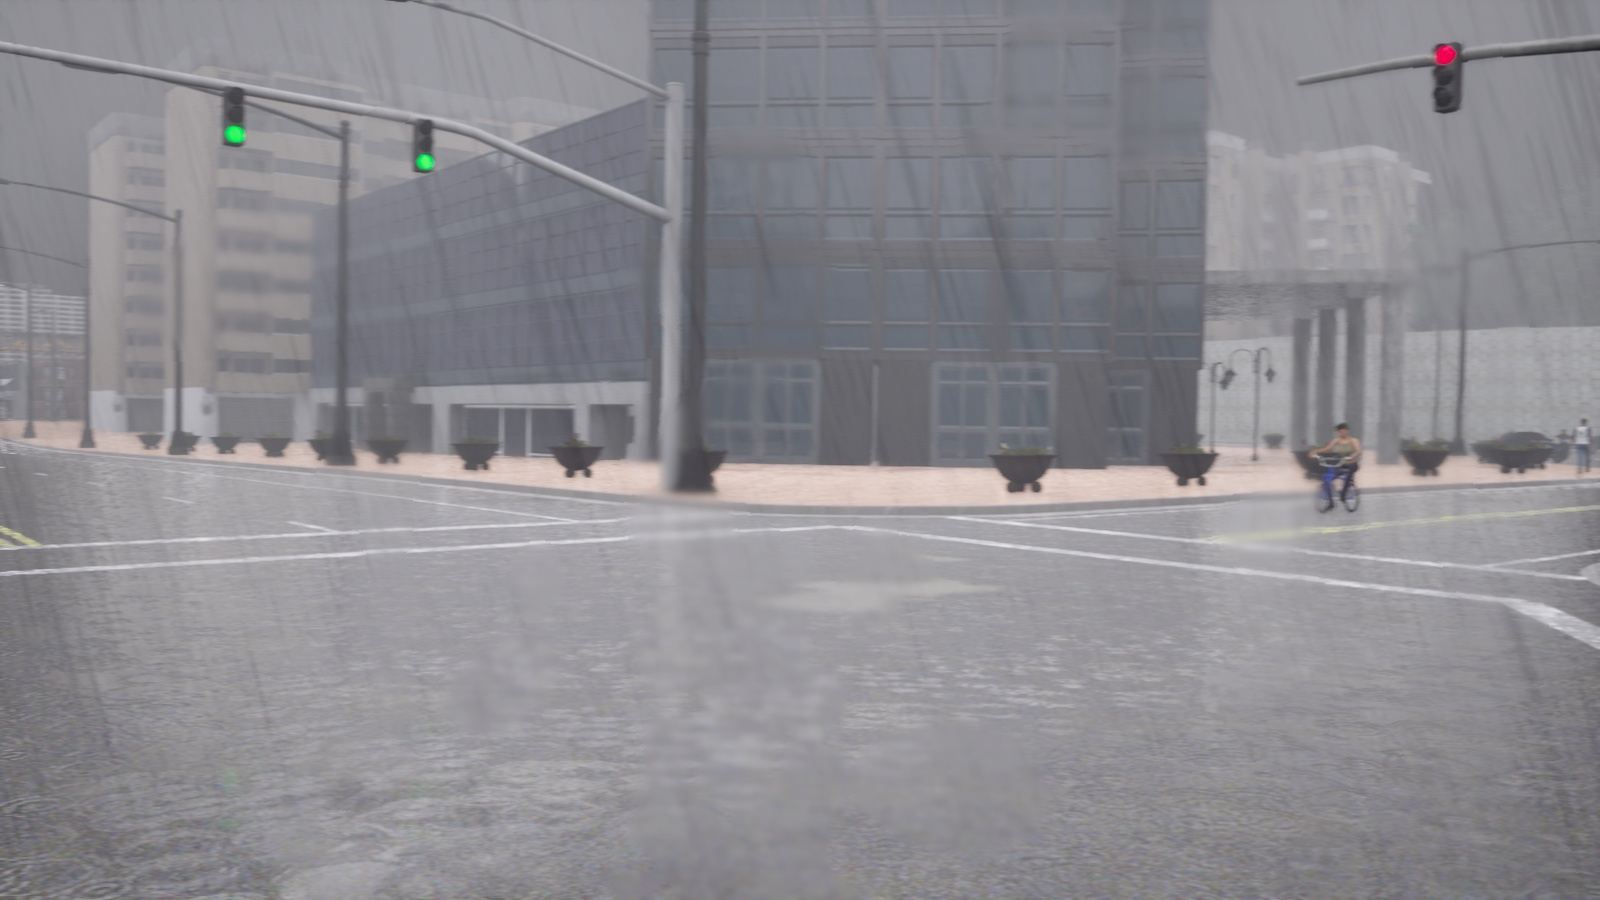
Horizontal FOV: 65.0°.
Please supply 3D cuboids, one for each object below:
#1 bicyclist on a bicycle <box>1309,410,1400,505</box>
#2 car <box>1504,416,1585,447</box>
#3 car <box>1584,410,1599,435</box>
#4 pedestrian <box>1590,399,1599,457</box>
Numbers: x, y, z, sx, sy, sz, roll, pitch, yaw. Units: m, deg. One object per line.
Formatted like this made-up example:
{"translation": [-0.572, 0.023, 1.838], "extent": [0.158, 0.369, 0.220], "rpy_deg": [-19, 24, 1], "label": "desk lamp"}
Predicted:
{"translation": [9.774, 0.114, 22.125], "extent": [1.509, 1.612, 0.866], "rpy_deg": [-2, 2, -39], "label": "bicyclist on a bicycle"}
{"translation": [35.583, -0.913, 60.175], "extent": [1.812, 1.442, 4.674], "rpy_deg": [0, 1, 10], "label": "car"}
{"translation": [54.310, -1.822, 81.911], "extent": [5.027, 1.651, 2.152], "rpy_deg": [0, 2, 19], "label": "car"}
{"translation": [25.470, -0.714, 39.991], "extent": [0.706, 1.836, 0.354], "rpy_deg": [-2, 2, -42], "label": "pedestrian"}
